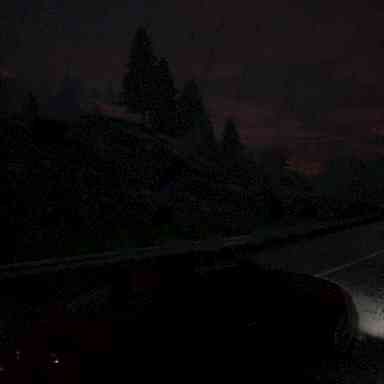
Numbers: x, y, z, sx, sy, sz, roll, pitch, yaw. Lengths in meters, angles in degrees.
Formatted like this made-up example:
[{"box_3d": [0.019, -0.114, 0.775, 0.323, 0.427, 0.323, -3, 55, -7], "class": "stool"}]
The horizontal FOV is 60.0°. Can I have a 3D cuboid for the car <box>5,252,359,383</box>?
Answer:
[{"box_3d": [0.285, 1.538, 4.263, 4.674, 1.442, 1.812, 0, 0, -38], "class": "car"}]
